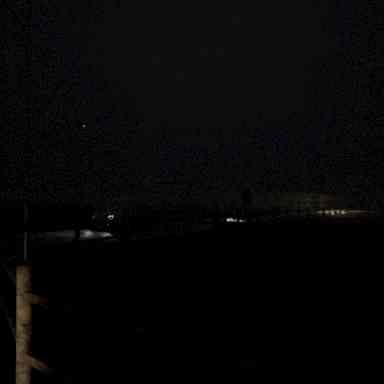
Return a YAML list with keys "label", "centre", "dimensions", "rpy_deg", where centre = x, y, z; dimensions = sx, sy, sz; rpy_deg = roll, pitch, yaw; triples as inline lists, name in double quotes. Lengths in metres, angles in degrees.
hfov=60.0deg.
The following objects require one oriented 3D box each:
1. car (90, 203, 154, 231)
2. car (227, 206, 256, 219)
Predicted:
- label: "car"
  centre: [-4.720, 1.651, 22.971]
  dimensions: [2.097, 1.767, 4.553]
  rpy_deg: [1, -1, 35]
- label: "car"
  centre: [5.695, 2.284, 37.823]
  dimensions: [1.994, 1.385, 4.181]
  rpy_deg: [1, -1, 35]
